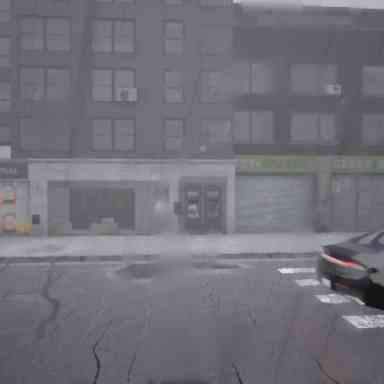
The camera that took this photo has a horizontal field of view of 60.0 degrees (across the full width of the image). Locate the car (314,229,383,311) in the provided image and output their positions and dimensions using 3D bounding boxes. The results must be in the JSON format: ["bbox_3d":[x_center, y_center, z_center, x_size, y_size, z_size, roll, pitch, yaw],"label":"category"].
[{"bbox_3d":[4.865,1.433,6.262,4.902,1.511,2.128,0,1,-4],"label":"car"}]
